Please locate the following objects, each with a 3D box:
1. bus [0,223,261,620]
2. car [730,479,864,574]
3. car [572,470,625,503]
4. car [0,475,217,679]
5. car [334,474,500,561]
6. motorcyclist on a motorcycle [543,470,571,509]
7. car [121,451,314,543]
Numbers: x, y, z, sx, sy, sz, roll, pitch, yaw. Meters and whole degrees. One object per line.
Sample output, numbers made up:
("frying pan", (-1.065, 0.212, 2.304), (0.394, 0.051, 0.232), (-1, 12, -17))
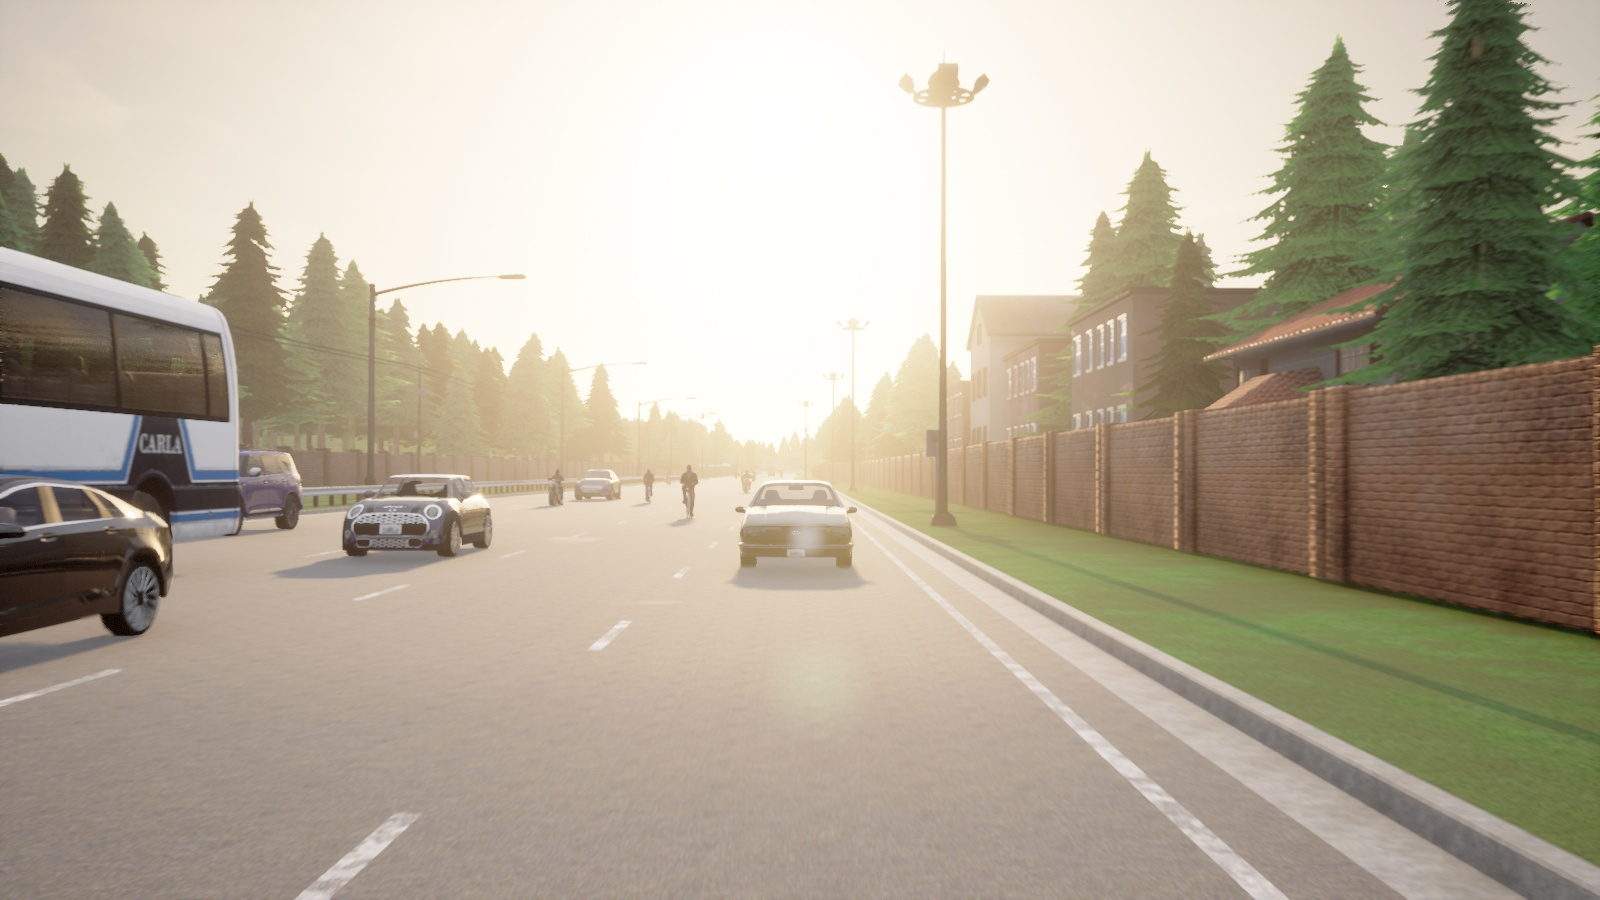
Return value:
("bus", (-10.542, -0.271, 14.840), (3.944, 4.253, 10.273), (0, -1, 0))
("car", (-0.054, 1.228, 21.883), (2.033, 1.411, 5.357), (0, -1, 0))
("car", (-10.663, 1.903, 66.725), (2.033, 1.649, 4.856), (0, -1, 0))
("car", (-7.026, 0.973, 10.402), (2.128, 1.511, 4.902), (0, -1, 0))
("car", (-7.057, 1.202, 23.550), (1.970, 1.475, 3.806), (0, -1, 0))
("motorcyclist on a motorcycle", (-10.634, 1.727, 55.001), (0.766, 1.649, 2.350), (0, -1, 0))
("car", (-14.076, 1.105, 30.813), (2.150, 2.045, 5.566), (0, -1, 0))
